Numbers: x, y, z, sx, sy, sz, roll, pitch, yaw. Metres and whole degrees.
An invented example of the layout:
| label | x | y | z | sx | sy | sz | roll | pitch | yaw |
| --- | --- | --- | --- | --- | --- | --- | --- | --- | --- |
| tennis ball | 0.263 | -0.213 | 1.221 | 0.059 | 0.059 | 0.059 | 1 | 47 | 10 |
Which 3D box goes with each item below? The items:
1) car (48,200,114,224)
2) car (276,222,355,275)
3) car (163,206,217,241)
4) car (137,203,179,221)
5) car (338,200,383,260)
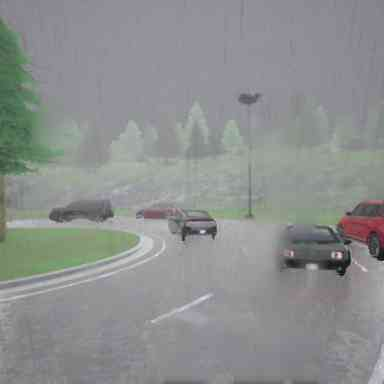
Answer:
| label | x | y | z | sx | sy | sz | roll | pitch | yaw |
| --- | --- | --- | --- | --- | --- | --- | --- | --- | --- |
| car | -9.827 | 1.711 | 29.748 | 5.566 | 2.045 | 2.150 | -1 | -1 | 3 |
| car | 3.774 | 1.714 | 10.949 | 1.895 | 1.301 | 4.718 | -1 | -1 | 15 |
| car | -0.058 | 1.740 | 18.503 | 2.128 | 1.511 | 4.902 | 0 | -1 | -14 |
| car | -3.014 | 1.798 | 31.375 | 4.553 | 1.767 | 2.097 | -1 | -1 | 27 |
| car | 7.514 | 1.324 | 12.937 | 2.150 | 2.045 | 5.566 | 0 | -1 | 6 |
